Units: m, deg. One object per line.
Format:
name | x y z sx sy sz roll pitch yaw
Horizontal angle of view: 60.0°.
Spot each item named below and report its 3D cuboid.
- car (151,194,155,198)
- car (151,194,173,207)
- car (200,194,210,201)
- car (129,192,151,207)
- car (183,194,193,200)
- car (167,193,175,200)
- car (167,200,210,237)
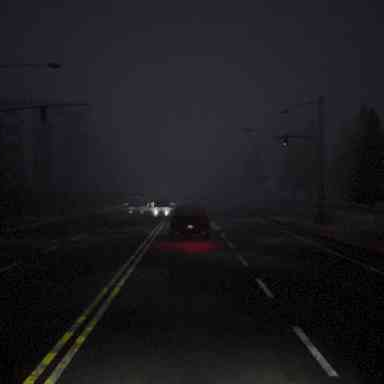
car | -7.811 1.186 64.269 2.128 1.511 4.902 0 0 0
car | -4.153 1.377 46.372 1.895 1.301 4.718 0 0 0
car | 2.639 1.148 69.184 2.128 1.511 4.902 0 0 -1
car | -7.672 0.995 48.059 2.150 2.045 5.566 0 1 -1
car | -0.861 1.110 69.140 1.882 1.535 5.008 0 0 -1
car | -4.300 1.050 62.170 2.097 1.767 4.553 0 0 0
car | -0.111 1.391 17.351 1.882 1.535 5.008 0 0 -1
